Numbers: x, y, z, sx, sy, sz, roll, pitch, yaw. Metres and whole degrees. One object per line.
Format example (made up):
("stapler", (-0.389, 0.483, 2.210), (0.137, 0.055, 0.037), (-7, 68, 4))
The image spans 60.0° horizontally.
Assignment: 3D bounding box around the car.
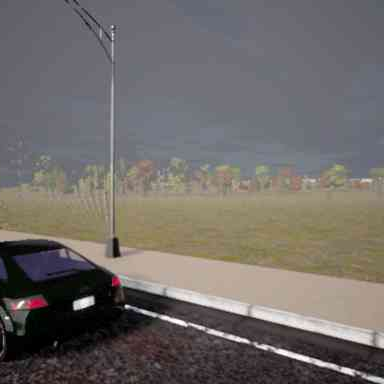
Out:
("car", (-3.160, 1.547, 5.936), (4.181, 1.385, 1.994), (0, 0, 36))
